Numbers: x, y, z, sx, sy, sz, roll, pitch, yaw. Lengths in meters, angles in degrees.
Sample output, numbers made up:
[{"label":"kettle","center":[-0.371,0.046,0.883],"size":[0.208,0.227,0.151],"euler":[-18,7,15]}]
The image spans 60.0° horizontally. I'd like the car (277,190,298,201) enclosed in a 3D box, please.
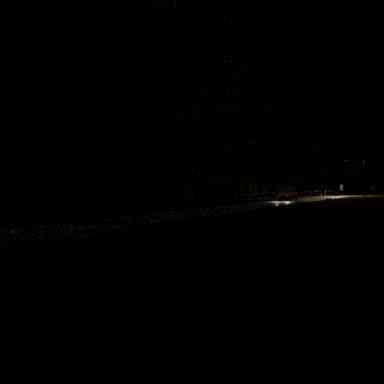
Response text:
[{"label":"car","center":[14.248,0.495,49.544],"size":[1.882,1.535,5.008],"euler":[-1,0,35]}]
